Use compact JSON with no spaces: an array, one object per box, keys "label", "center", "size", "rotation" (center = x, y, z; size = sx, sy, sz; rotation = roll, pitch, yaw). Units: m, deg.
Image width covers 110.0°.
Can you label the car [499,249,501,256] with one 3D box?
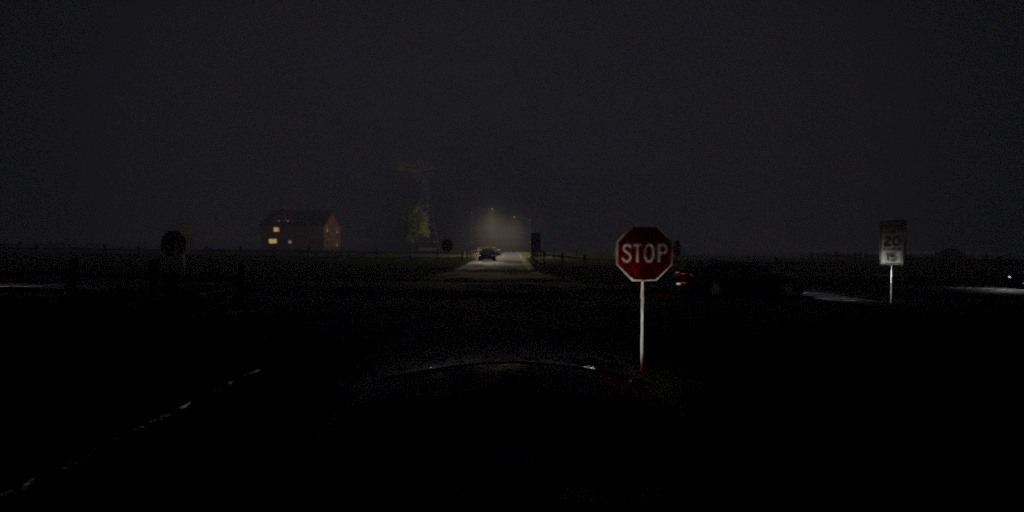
[{"label":"car","center":[-2.806,-0.745,58.408],"size":[1.837,1.490,4.892],"rotation":[0,2,0]}]

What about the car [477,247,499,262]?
[{"label":"car","center":[-2.839,-0.139,41.852],"size":[1.812,1.442,4.674],"rotation":[0,2,0]}]

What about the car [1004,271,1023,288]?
[{"label":"car","center":[28.451,1.025,18.002],"size":[5.357,1.411,2.033],"rotation":[1,1,-1]}]

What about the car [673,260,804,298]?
[{"label":"car","center":[9.307,0.910,14.893],"size":[4.892,1.490,1.837],"rotation":[1,1,-1]}]
